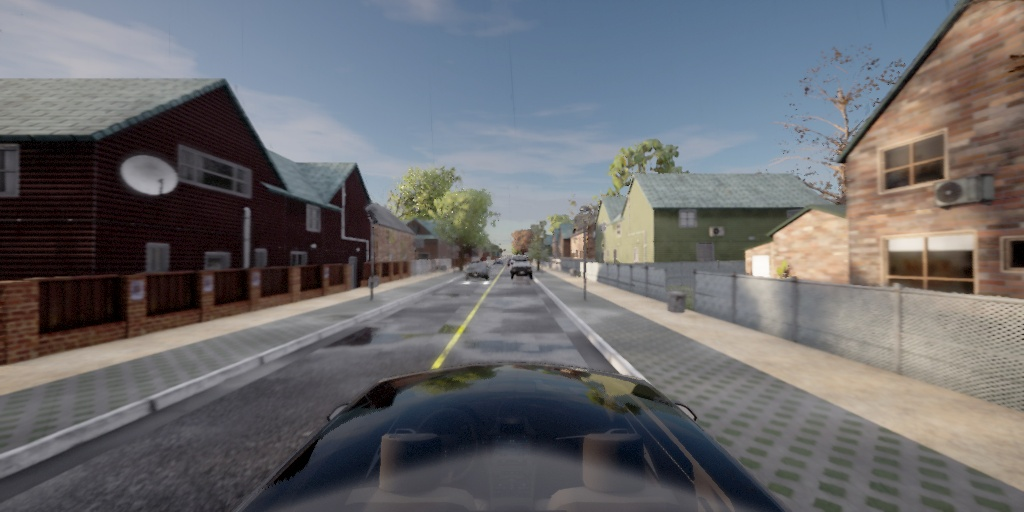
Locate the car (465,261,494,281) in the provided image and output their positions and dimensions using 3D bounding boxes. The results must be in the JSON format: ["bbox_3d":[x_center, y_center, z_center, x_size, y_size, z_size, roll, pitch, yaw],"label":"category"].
[{"bbox_3d":[-2.837,1.251,30.520,1.837,1.490,4.892,0,0,0],"label":"car"}]

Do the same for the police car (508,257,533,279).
[{"bbox_3d":[0.831,1.170,32.175,1.930,1.638,5.238,0,0,0],"label":"police car"}]

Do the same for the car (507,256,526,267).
[{"bbox_3d":[0.833,0.965,42.098,2.150,2.045,5.566,0,0,0],"label":"car"}]
